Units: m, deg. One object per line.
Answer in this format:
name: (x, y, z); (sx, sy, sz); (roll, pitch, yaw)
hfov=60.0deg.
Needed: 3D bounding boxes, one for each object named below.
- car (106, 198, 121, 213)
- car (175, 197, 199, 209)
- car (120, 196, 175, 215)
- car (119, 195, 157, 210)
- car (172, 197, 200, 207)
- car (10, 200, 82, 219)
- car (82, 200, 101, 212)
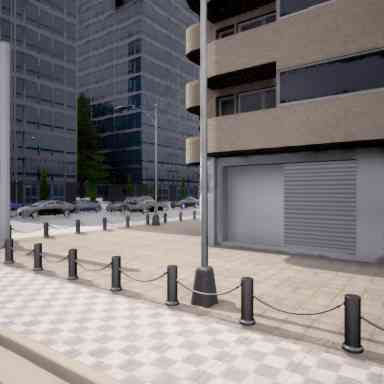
car: (-7.034, 1.295, 35.796); (2.097, 1.767, 4.553); (0, 0, 36)
car: (-0.962, 1.448, 44.194); (1.837, 1.490, 4.892); (0, 0, 36)
car: (-4.328, 1.435, 33.225); (2.128, 1.511, 4.902); (0, 0, 36)
car: (-6.767, 1.295, 42.140); (2.097, 1.767, 4.553); (0, 0, 36)
car: (-0.802, 1.469, 50.370); (1.812, 1.442, 4.674); (0, 0, 36)
car: (-12.376, 1.435, 28.394); (2.128, 1.511, 4.902); (0, 0, 36)
car: (-11.709, 1.507, 35.291); (1.994, 1.385, 4.181); (0, 0, 36)
